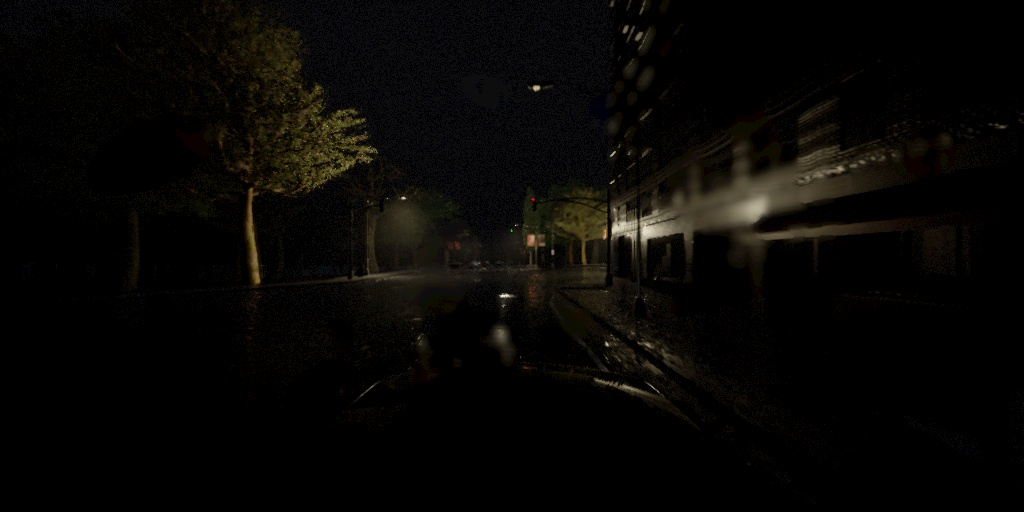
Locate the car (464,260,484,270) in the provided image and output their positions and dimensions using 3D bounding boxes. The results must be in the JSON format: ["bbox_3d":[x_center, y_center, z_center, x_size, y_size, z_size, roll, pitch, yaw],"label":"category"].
[{"bbox_3d":[-6.506,1.617,62.425,2.033,1.411,5.357,0,-1,0],"label":"car"}]

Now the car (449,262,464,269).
[{"bbox_3d":[-9.756,1.670,62.373,1.895,1.301,4.718,0,-1,0],"label":"car"}]
